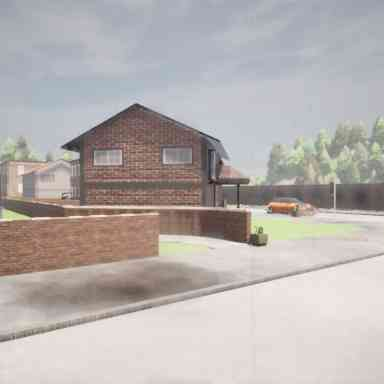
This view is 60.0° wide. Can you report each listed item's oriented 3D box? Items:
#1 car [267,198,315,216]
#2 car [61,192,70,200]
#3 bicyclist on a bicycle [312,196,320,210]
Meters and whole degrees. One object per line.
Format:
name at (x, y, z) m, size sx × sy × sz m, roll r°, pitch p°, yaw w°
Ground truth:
car at (9.561, 1.352, 32.230) m, size 2.097 × 1.767 × 4.553 m, roll 0°, pitch 0°, yaw -36°
car at (-14.083, 0.973, 38.794) m, size 1.905 × 1.878 × 3.866 m, roll 0°, pitch 0°, yaw -35°
bicyclist on a bicycle at (14.683, 1.349, 39.508) m, size 1.656 × 1.620 × 0.582 m, roll 0°, pitch 0°, yaw -36°
